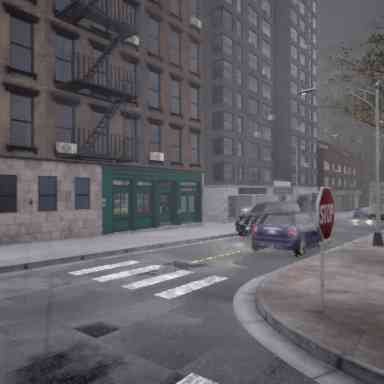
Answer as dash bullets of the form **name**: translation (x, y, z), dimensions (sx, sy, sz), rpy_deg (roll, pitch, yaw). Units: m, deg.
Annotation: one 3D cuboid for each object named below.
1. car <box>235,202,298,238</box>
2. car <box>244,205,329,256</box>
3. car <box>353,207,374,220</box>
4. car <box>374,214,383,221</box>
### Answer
- **car**: translation (4.779, 1.630, 19.928), dimensions (2.150, 2.045, 5.566), rpy_deg (0, -2, 39)
- **car**: translation (4.492, 1.651, 14.796), dimensions (2.097, 1.767, 4.553), rpy_deg (0, -1, 38)
- **car**: translation (20.988, 2.536, 40.255), dimensions (1.812, 1.442, 4.674), rpy_deg (0, -2, 39)
- **car**: translation (21.593, 2.462, 36.367), dimensions (1.812, 1.442, 4.674), rpy_deg (0, -1, 38)
